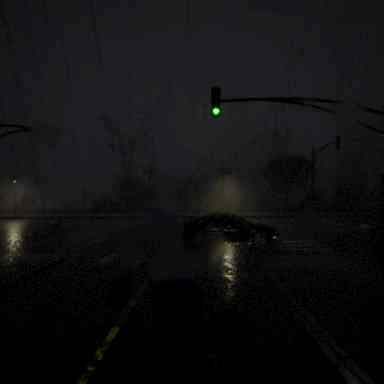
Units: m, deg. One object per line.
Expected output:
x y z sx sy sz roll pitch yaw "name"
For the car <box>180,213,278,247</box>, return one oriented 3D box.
1.850 1.872 16.945 4.892 1.490 1.837 0 1 5 "car"
